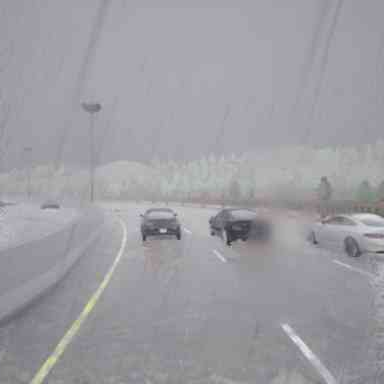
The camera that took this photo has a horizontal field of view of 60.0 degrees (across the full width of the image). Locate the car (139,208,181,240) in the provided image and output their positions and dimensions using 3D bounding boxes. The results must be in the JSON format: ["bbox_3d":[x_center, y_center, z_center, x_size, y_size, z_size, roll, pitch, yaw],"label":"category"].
[{"bbox_3d":[-1.676,1.543,16.961,1.812,1.442,4.674,0,0,-10],"label":"car"}]

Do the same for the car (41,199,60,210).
[{"bbox_3d":[-18.839,1.665,44.100,1.994,1.385,4.181,0,0,-29],"label":"car"}]

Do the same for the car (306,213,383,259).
[{"bbox_3d":[6.075,1.511,12.560,1.812,1.442,4.674,0,0,-7],"label":"car"}]

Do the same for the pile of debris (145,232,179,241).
[{"bbox_3d":[-1.504,2.192,16.407,1.500,0.140,1.860,0,0,-10],"label":"pile of debris"}]

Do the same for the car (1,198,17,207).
[{"bbox_3d":[-30.641,1.678,55.668,1.812,1.442,4.674,0,0,-38],"label":"car"}]

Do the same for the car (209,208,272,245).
[{"bbox_3d":[2.098,1.480,15.667,1.882,1.535,5.008,0,0,-9],"label":"car"}]
